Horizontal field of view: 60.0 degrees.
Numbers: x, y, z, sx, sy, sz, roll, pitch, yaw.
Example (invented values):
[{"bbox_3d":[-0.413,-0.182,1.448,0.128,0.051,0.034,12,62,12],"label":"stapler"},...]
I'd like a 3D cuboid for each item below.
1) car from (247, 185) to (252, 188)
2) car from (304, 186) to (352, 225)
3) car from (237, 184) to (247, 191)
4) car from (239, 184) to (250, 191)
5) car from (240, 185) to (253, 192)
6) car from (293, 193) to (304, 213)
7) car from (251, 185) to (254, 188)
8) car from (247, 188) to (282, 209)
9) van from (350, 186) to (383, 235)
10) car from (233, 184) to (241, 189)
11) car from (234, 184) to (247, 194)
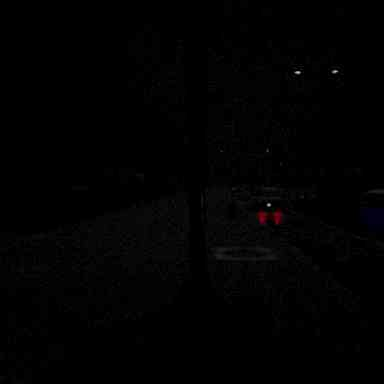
[{"bbox_3d":[10.436,-0.554,60.404,1.947,1.339,4.313,-1,2,4],"label":"car"},{"bbox_3d":[7.756,0.606,17.249,2.192,1.841,5.009,-1,2,4],"label":"car"},{"bbox_3d":[11.438,-1.076,76.583,2.008,1.369,4.403,-1,2,4],"label":"car"},{"bbox_3d":[11.104,-0.915,71.190,1.887,1.381,4.507,-1,2,4],"label":"car"},{"bbox_3d":[10.770,-0.740,65.797,2.008,1.369,4.403,-1,2,4],"label":"car"},{"bbox_3d":[8.096,0.693,22.651,1.802,1.307,4.206,-1,2,4],"label":"car"},{"bbox_3d":[9.432,-0.055,44.223,1.887,1.381,4.507,-1,2,4],"label":"car"},{"bbox_3d":[5.820,0.587,26.810,1.895,1.301,4.718,0,2,4],"label":"car"},{"bbox_3d":[7.422,0.814,11.858,1.690,1.788,3.998,-1,2,4],"label":"van"},{"bbox_3d":[12.442,-1.578,92.764,1.887,1.381,4.507,-1,2,4],"label":"car"},{"bbox_3d":[7.587,-0.379,55.260,1.994,1.385,4.181,0,2,4],"label":"car"}]
